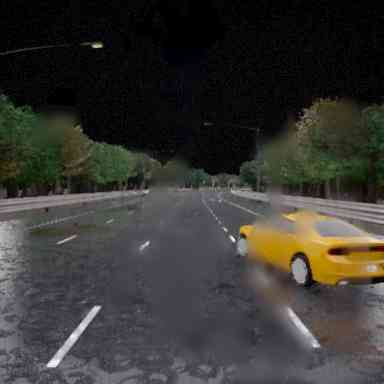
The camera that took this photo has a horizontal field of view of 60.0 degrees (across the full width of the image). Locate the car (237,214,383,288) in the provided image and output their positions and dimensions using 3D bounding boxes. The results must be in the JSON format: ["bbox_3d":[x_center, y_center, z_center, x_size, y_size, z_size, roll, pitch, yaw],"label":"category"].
[{"bbox_3d":[2.912,1.323,9.025,1.882,1.535,5.008,1,1,-16],"label":"car"}]
